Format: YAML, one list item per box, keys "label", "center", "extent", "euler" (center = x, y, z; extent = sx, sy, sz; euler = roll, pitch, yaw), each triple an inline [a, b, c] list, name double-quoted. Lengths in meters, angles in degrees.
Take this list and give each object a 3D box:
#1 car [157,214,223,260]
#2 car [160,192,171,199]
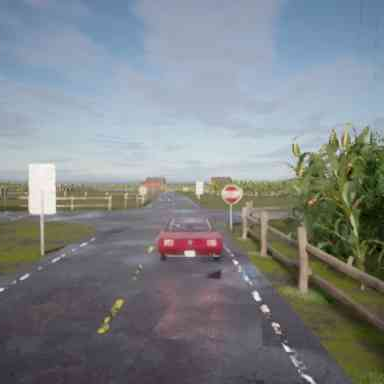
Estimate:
- label: "car"
  center: [-0.066, 1.430, 11.587]
  extent: [1.895, 1.301, 4.718]
  euler: [0, 1, 0]
- label: "car"
  center: [-4.878, 0.648, 62.695]
  extent: [2.033, 1.411, 5.357]
  euler: [0, 1, -3]
